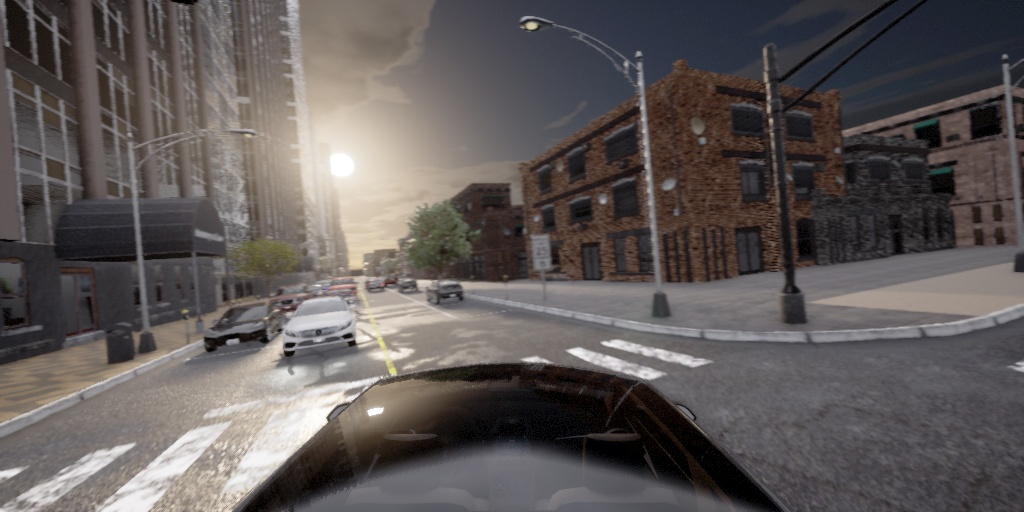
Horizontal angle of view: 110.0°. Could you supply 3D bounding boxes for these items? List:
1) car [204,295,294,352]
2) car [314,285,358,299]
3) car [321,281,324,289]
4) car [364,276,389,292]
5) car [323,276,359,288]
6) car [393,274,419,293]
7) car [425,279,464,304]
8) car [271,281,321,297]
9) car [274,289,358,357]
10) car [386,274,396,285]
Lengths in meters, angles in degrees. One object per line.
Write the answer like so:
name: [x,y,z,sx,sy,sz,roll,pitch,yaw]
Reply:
car: [-9.808,2.499,13.519,1.948,1.339,4.313,0,0,-24]
car: [-10.127,2.670,20.909,1.895,1.301,4.718,-5,-1,-24]
car: [-18.247,3.448,33.168,1.967,1.591,4.097,0,0,-24]
car: [-16.737,3.573,44.055,2.033,1.411,5.357,-5,-1,-24]
car: [-14.387,2.827,30.620,2.150,2.045,5.566,-5,-1,-23]
car: [-10.574,2.895,36.532,2.007,1.370,4.403,0,0,-24]
car: [-4.132,2.082,22.053,2.007,1.370,4.403,0,0,-24]
car: [-13.911,2.769,22.998,2.192,1.841,5.009,0,0,-24]
car: [-6.127,2.087,11.735,1.812,1.442,4.674,-5,-1,-24]
car: [-17.506,3.538,52.401,2.192,1.841,5.009,0,0,-24]
